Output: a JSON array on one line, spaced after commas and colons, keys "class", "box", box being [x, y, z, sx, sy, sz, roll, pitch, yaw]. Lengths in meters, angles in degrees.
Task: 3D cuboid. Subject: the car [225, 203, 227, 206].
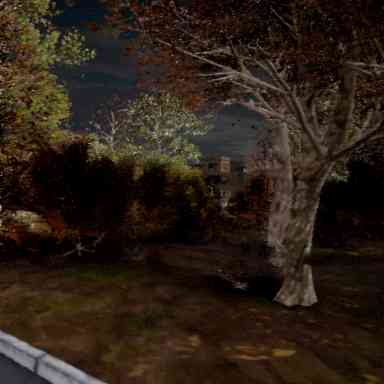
[{"class": "car", "box": [5.826, 2.221, 46.668, 2.097, 1.535, 5.008, 0, 0, 35]}]
